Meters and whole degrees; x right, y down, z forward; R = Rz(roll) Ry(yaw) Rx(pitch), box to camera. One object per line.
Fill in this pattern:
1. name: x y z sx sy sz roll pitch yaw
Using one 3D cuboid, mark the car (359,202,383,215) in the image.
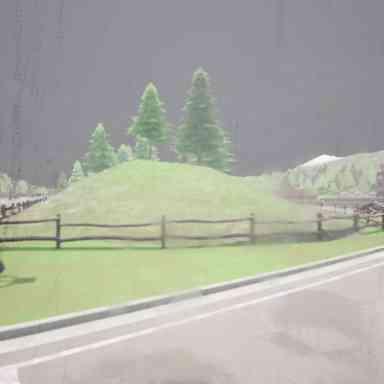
1. car: 23.203 2.093 42.293 1.837 1.490 4.892 1 0 0
